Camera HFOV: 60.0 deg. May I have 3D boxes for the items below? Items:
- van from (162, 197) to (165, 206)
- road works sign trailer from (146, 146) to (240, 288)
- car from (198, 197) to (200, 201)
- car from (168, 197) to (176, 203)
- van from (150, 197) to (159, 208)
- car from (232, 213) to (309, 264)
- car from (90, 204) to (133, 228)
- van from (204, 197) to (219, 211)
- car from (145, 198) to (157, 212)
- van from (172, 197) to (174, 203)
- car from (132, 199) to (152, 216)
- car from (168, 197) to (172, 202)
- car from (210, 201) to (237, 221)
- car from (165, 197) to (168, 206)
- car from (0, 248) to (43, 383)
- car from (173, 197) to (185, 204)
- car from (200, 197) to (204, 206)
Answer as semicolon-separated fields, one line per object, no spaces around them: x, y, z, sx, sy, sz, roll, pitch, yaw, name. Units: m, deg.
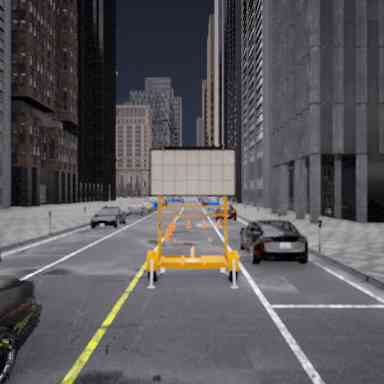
-5.633;1.675;51.473;1.690;1.788;3.998;0;0;0;van
0.024;0.526;9.370;2.380;3.560;2.880;0;0;0;road works sign trailer
2.952;2.043;74.016;1.947;1.339;4.313;0;0;0;car
-5.530;2.130;90.957;1.887;1.381;4.507;0;0;0;car
-5.648;1.639;45.832;1.690;1.788;3.998;0;0;0;van
2.791;1.644;11.970;1.947;1.339;4.313;0;0;0;car
-5.705;1.718;23.269;1.947;1.339;4.313;0;0;0;car
2.878;1.637;45.815;1.690;1.788;3.998;0;0;0;van
-5.662;1.785;40.021;1.752;1.417;4.829;0;0;0;car
-5.545;1.891;85.318;1.690;1.788;3.998;0;0;0;van
-5.676;1.776;34.550;2.008;1.369;4.403;0;0;0;car
-5.604;1.721;62.755;2.192;1.841;5.009;0;0;0;car
2.835;1.732;28.892;1.887;1.381;4.507;0;0;0;car
-5.618;1.810;57.113;1.967;1.590;4.097;0;0;0;car
-3.093;1.565;2.525;2.033;1.411;5.357;0;0;0;car
-2.787;2.071;81.224;2.033;1.411;5.357;0;0;0;car
2.922;1.987;62.735;1.802;1.307;4.206;0;0;0;car
